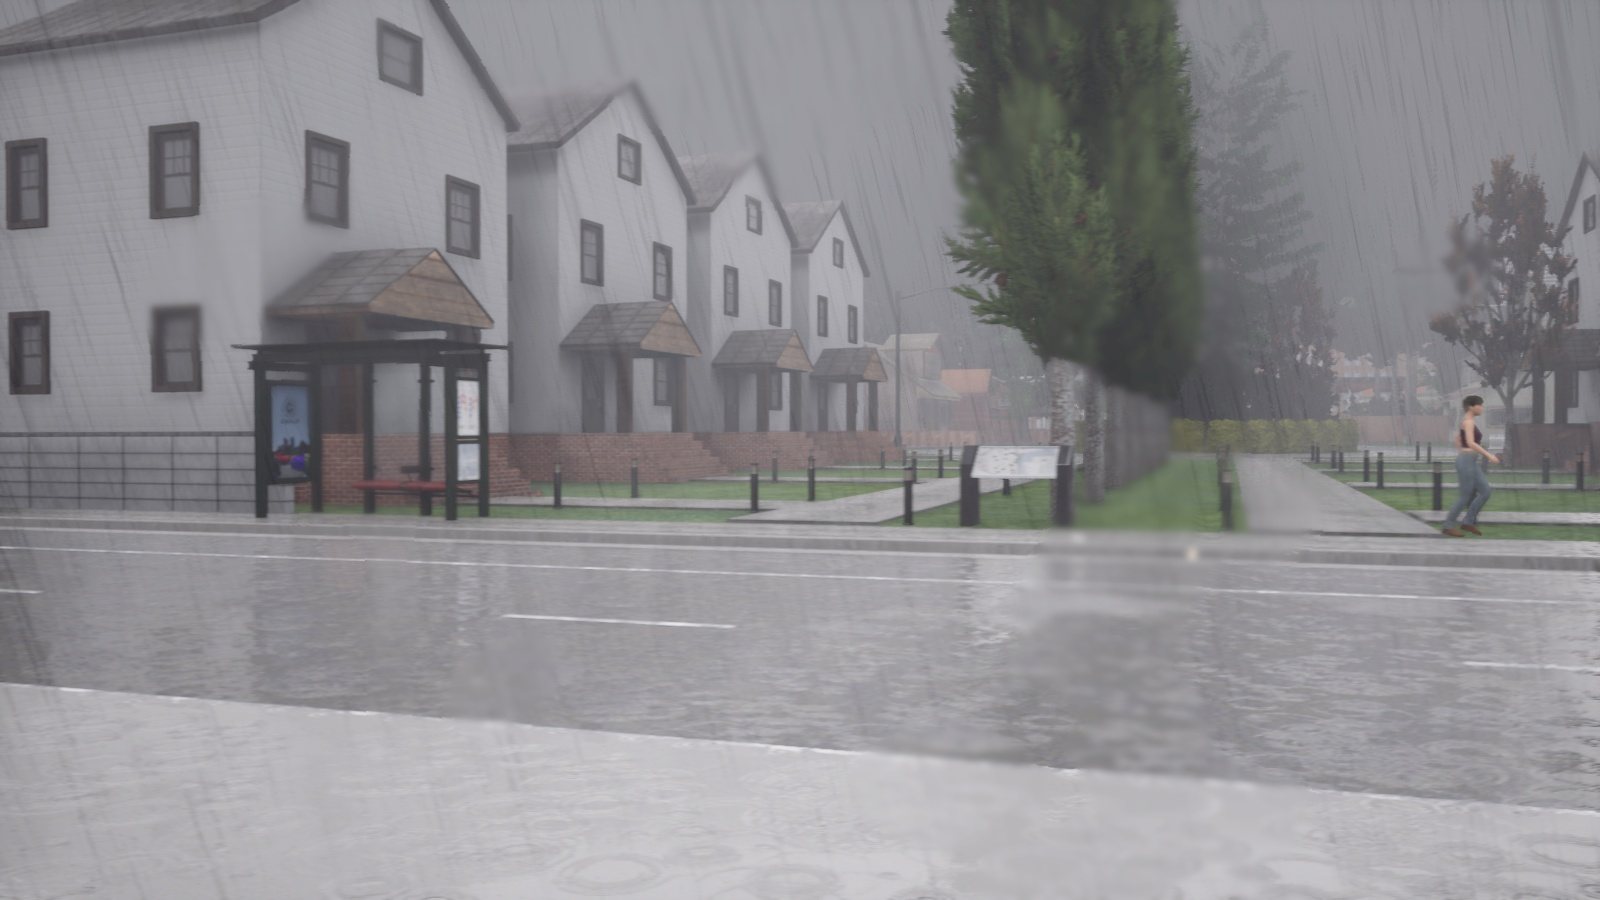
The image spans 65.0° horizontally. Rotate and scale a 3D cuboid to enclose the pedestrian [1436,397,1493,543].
[{"bbox_3d":[8.513,0.245,16.085,0.594,1.836,0.345,1,1,33],"label":"pedestrian"}]
